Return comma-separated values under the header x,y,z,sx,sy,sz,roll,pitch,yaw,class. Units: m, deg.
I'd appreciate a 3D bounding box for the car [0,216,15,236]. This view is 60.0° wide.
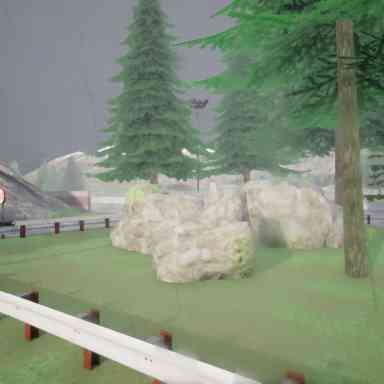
x,y,z,sx,sy,sz,roll,pitch,yaw,class
-10.838,1.358,15.584,5.357,1.411,2.033,0,0,21,car
